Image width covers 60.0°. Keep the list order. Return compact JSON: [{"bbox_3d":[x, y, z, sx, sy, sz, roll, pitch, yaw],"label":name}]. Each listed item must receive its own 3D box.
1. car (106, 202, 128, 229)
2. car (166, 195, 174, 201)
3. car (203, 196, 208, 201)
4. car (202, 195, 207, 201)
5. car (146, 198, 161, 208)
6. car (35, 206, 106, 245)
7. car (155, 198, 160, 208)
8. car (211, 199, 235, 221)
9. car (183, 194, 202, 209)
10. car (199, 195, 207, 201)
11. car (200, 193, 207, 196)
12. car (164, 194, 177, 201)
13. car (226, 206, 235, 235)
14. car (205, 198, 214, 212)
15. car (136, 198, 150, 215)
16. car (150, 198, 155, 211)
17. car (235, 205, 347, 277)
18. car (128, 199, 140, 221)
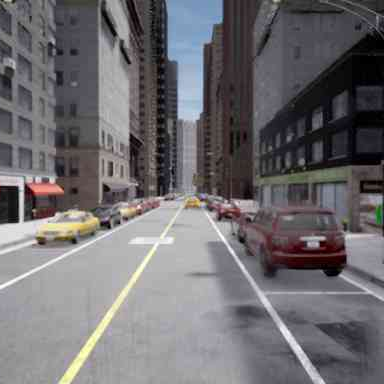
[{"bbox_3d":[-5.674,1.560,21.480,1.947,1.339,4.313,-1,0,0],"label":"car"},{"bbox_3d":[-5.670,1.544,87.786,1.752,1.417,4.829,-1,0,0],"label":"car"},{"bbox_3d":[2.852,1.563,44.083,1.947,1.339,4.313,-1,0,0],"label":"car"},{"bbox_3d":[2.853,1.581,49.733,1.802,1.307,4.206,-1,0,0],"label":"car"},{"bbox_3d":[-5.673,1.580,49.724,1.802,1.307,4.206,-1,0,0],"label":"car"},{"bbox_3d":[-5.675,1.521,15.660,1.752,1.417,4.829,-1,0,0],"label":"car"},{"bbox_3d":[-5.673,1.541,44.075,1.887,1.381,4.507,-1,0,0],"label":"car"},{"bbox_3d":[2.851,1.539,27.135,1.887,1.381,4.507,-1,0,0],"label":"car"},{"bbox_3d":[0.046,1.475,46.236,1.882,1.535,5.008,0,0,1],"label":"car"},{"bbox_3d":[2.856,1.601,87.965,1.802,1.307,4.206,-1,0,0],"label":"car"},{"bbox_3d":[2.855,1.557,76.716,1.887,1.381,4.507,-1,0,0],"label":"car"},{"bbox_3d":[-5.673,1.330,82.331,2.192,1.841,5.009,-1,0,0],"label":"car"},{"bbox_3d":[2.851,1.578,15.836,1.802,1.307,4.206,-1,0,0],"label":"car"},{"bbox_3d":[2.852,1.577,38.434,1.802,1.307,4.206,-1,0,0],"label":"car"},{"bbox_3d":[-5.675,1.435,32.777,1.967,1.590,4.097,-1,0,0],"label":"car"},{"bbox_3d":[-5.673,1.577,38.426,1.802,1.307,4.206,-1,0,0],"label":"car"},{"bbox_3d":[2.847,1.312,10.189,2.192,1.841,5.009,-1,0,0],"label":"car"},{"bbox_3d":[-5.675,1.520,26.958,1.752,1.417,4.829,-1,0,0],"label":"car"}]
